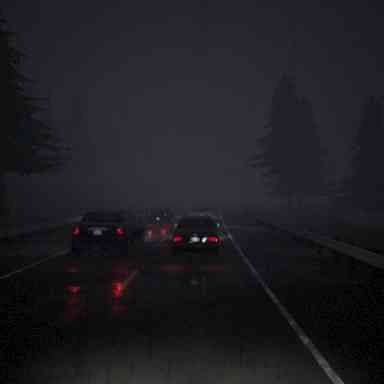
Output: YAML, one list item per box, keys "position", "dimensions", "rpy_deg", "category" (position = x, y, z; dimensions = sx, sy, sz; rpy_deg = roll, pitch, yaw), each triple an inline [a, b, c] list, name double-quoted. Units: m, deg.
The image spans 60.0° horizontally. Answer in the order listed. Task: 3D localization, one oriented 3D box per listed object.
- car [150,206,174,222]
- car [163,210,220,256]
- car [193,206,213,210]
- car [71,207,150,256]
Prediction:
- position: [-2.608, 1.881, 28.943]
  dimensions: [1.895, 1.301, 4.718]
  rpy_deg: [0, -1, 4]
  category: "car"
- position: [0.188, 1.682, 13.797]
  dimensions: [2.033, 1.411, 5.357]
  rpy_deg: [0, -1, 2]
  category: "car"
- position: [0.885, 1.880, 28.729]
  dimensions: [1.895, 1.301, 4.718]
  rpy_deg: [0, -1, 4]
  category: "car"
- position: [-3.306, 1.486, 13.995]
  dimensions: [2.097, 1.767, 4.553]
  rpy_deg: [0, -1, 2]
  category: "car"
